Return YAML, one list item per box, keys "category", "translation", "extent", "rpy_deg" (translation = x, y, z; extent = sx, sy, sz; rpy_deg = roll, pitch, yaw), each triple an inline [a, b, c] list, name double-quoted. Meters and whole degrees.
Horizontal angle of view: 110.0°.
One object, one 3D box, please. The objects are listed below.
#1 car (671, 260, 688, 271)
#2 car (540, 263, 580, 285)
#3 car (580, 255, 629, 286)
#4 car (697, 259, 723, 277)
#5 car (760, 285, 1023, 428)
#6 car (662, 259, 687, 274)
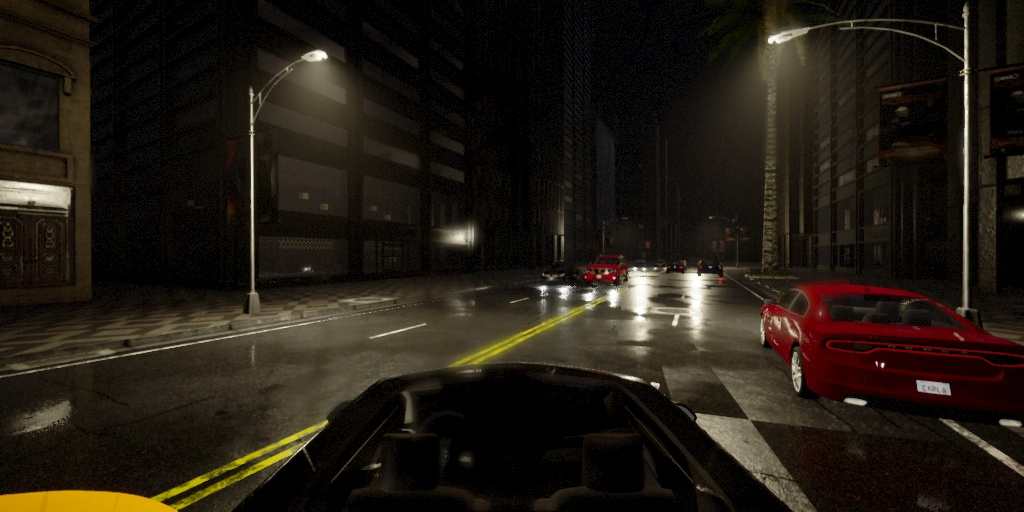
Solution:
- category: "car"
  translation: [23.546, 1.310, 50.322]
  extent: [1.895, 1.301, 4.718]
  rpy_deg: [0, 0, 27]
- category: "car"
  translation: [3.724, 1.266, 26.425]
  extent: [1.812, 1.442, 4.674]
  rpy_deg: [0, 0, 27]
- category: "car"
  translation: [6.811, 0.955, 25.352]
  extent: [2.150, 2.045, 5.566]
  rpy_deg: [0, 0, 27]
- category: "car"
  translation: [19.295, 1.062, 35.002]
  extent: [2.097, 1.767, 4.553]
  rpy_deg: [0, 0, 27]
- category: "car"
  translation: [5.515, 1.215, 5.928]
  extent: [1.882, 1.535, 5.008]
  rpy_deg: [0, 0, 27]
- category: "car"
  translation: [18.656, 1.261, 40.825]
  extent: [2.033, 1.411, 5.357]
  rpy_deg: [0, 0, 27]
